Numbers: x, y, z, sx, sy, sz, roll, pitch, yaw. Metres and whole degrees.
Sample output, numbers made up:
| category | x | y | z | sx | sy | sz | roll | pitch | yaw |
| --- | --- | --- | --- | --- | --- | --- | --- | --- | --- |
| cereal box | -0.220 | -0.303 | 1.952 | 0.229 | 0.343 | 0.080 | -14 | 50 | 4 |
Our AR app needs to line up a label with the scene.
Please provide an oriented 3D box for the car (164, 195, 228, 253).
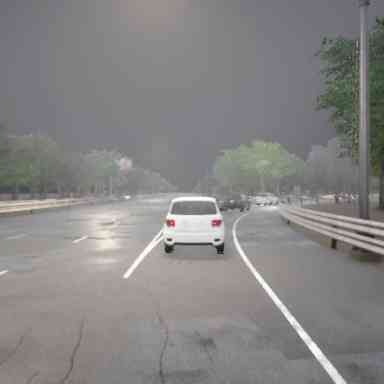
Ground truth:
| category | x | y | z | sx | sy | sz | roll | pitch | yaw |
| --- | --- | --- | --- | --- | --- | --- | --- | --- | --- |
| car | 0.214 | 1.211 | 13.758 | 2.150 | 2.045 | 5.566 | 0 | 0 | 4 |

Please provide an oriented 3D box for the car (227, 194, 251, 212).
| category | x | y | z | sx | sy | sz | roll | pitch | yaw |
| --- | --- | --- | --- | --- | --- | --- | --- | --- | --- |
| car | 5.188 | 1.191 | 37.817 | 2.150 | 2.045 | 5.566 | 0 | 0 | 20 |

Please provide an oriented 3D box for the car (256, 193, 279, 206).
| category | x | y | z | sx | sy | sz | roll | pitch | yaw |
| --- | --- | --- | --- | --- | --- | --- | --- | --- | --- |
| car | 11.854 | 1.187 | 51.941 | 2.150 | 2.045 | 5.566 | 0 | 0 | 31 |
